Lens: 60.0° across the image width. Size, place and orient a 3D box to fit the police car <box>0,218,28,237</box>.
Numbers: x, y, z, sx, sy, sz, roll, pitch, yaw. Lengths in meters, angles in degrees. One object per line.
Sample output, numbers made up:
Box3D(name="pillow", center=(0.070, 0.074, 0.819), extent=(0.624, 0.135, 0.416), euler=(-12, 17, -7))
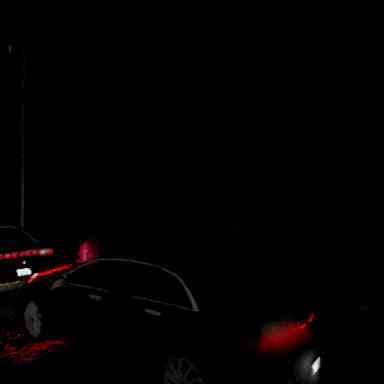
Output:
Box3D(name="police car", center=(-5.593, 1.470, 8.502), extent=(5.238, 1.638, 1.930), euler=(0, -1, 36))

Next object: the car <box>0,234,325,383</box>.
Box3D(name="car", center=(-0.678, 1.545, 4.872), extent=(4.892, 1.490, 1.837), euler=(0, -1, 36))
